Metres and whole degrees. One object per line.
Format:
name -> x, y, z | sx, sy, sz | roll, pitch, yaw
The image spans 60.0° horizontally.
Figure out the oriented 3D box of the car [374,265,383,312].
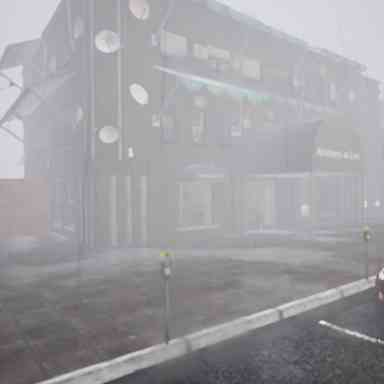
car -> 5.222, 1.421, 6.331 | 4.097, 1.590, 1.967 | 0, 0, -36
